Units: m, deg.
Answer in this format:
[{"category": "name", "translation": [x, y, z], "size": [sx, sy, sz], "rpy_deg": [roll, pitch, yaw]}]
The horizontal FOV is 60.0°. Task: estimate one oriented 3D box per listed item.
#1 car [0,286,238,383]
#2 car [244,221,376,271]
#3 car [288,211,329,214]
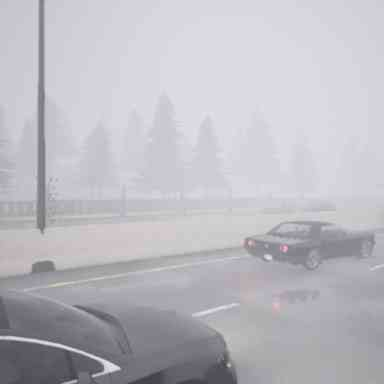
[{"category": "car", "translation": [-1.805, 1.500, 2.405], "size": [4.892, 1.490, 1.837], "rpy_deg": [0, 0, -36]}, {"category": "car", "translation": [4.020, 1.592, 10.873], "size": [4.718, 1.301, 1.895], "rpy_deg": [0, 0, -35]}, {"category": "car", "translation": [10.502, 1.470, 28.569], "size": [4.902, 1.511, 2.128], "rpy_deg": [0, 0, -35]}]
